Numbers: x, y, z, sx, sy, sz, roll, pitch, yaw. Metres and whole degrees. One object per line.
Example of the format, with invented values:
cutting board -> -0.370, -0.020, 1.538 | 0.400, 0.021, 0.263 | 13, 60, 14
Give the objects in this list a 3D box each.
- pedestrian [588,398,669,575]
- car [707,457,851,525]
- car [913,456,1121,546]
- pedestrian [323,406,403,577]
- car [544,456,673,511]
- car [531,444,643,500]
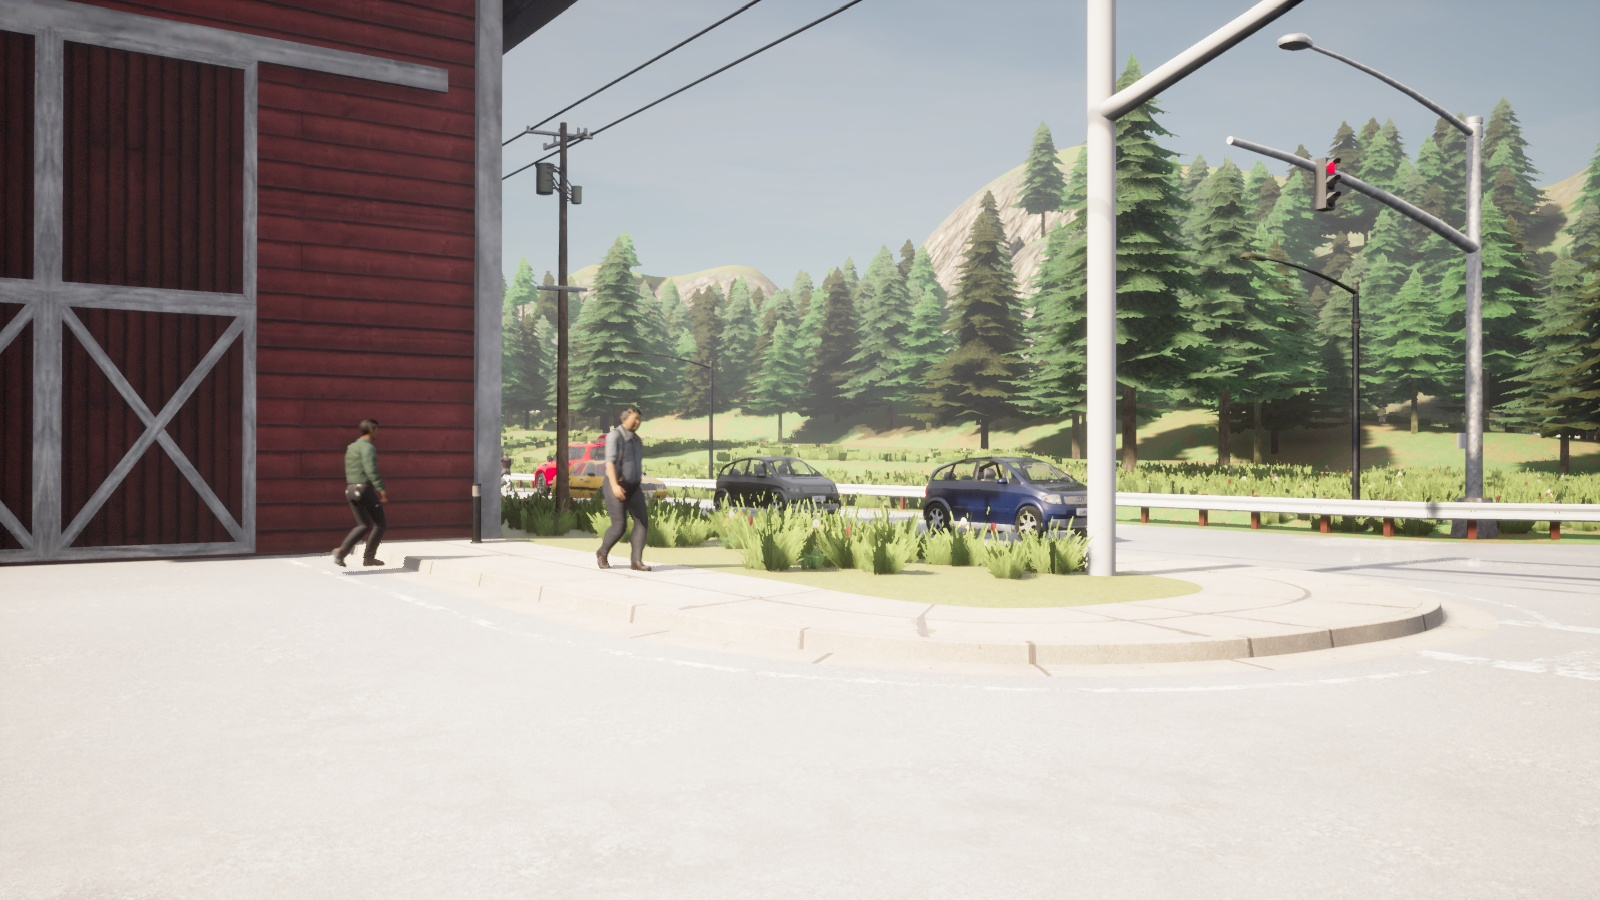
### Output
pedestrian -> -1.851, 0.379, 13.548 | 0.694, 1.848, 0.540 | 0, 0, 42
car -> -0.572, 0.945, 30.515 | 1.789, 1.549, 3.705 | 0, 0, -34
car -> 4.008, 0.891, 23.679 | 1.789, 1.549, 3.705 | 0, 0, -34
pedestrian -> -5.142, 0.475, 14.799 | 0.423, 1.949, 0.788 | 0, 0, 39
car -> -5.980, 0.969, 38.589 | 1.801, 1.575, 5.366 | 0, 0, -34
car -> -8.285, 0.815, 48.326 | 2.150, 2.045, 5.566 | 0, 0, -34
